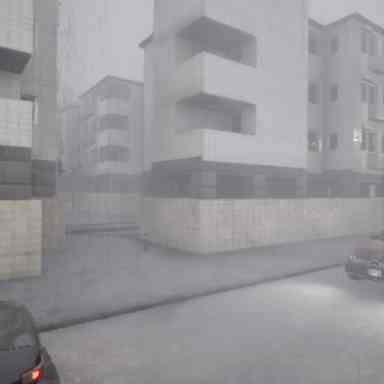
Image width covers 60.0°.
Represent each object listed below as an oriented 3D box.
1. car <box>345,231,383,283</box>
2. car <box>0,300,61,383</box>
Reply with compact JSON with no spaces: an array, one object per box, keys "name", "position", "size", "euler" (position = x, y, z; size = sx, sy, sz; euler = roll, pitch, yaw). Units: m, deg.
[{"name":"car","position":[6.029,1.584,8.889],"size":[4.674,1.442,1.812],"euler":[0,0,-35]},{"name":"car","position":[-3.706,1.525,1.969],"size":[5.357,1.411,2.033],"euler":[1,0,-35]}]
